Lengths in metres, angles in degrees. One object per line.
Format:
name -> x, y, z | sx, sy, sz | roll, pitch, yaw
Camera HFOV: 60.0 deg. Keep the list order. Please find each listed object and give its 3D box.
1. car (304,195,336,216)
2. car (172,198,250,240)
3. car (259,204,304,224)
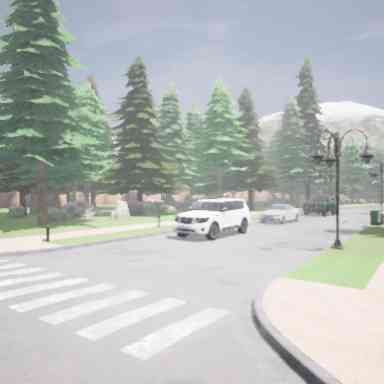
car -> 13.574, 1.376, 34.901 | 2.150, 2.045, 5.566 | 0, 0, 40
car -> 1.260, 1.376, 18.488 | 2.150, 2.045, 5.566 | 0, 0, 36
car -> 7.008, 1.681, 26.420 | 1.812, 1.442, 4.674 | 0, 0, 37
